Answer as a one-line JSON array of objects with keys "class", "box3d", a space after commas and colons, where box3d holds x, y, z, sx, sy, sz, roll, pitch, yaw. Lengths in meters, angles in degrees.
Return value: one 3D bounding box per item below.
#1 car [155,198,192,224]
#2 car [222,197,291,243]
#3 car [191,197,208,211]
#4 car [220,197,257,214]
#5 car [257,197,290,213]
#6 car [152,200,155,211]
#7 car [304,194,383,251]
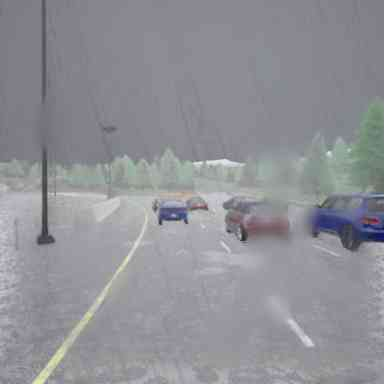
[{"class": "car", "box3d": [-1.378, 1.271, 22.840, 1.882, 1.535, 5.008, 0, 1, -6]}, {"class": "car", "box3d": [2.871, 1.199, 15.487, 2.097, 1.767, 4.553, 0, 1, -4]}, {"class": "car", "box3d": [0.386, 1.240, 35.012, 1.994, 1.385, 4.181, 0, 1, -10]}, {"class": "car", "box3d": [4.397, 1.234, 32.418, 2.033, 1.411, 5.357, 0, 1, -9]}, {"class": "car", "box3d": [8.089, 1.229, 33.416, 1.994, 1.385, 4.181, 0, 1, -6]}, {"class": "car", "box3d": [-3.191, 1.287, 35.183, 1.895, 1.301, 4.718, 0, 1, -10]}, {"class": "car", "box3d": [6.550, 1.074, 13.564, 2.150, 2.045, 5.566, 0, 1, -4]}]
